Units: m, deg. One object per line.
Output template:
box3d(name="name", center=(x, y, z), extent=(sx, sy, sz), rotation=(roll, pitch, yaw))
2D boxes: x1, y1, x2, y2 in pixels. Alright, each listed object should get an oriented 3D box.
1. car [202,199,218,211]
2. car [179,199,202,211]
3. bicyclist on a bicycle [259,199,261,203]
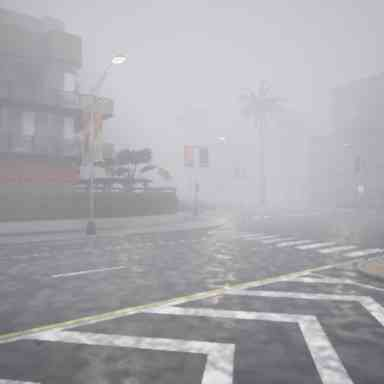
box3d(name="car", center=(1.427, 1.685, 44.158), extent=(1.812, 1.442, 4.674), rotation=(0, 0, -35))
box3d(name="car", center=(-1.382, 1.626, 42.058), extent=(2.128, 1.511, 4.902), rotation=(0, 0, -35))
box3d(name="bicyclist on a bicycle", center=(11.536, 1.547, 54.961), extent=(1.656, 1.620, 0.582), rotation=(0, 0, -35))
